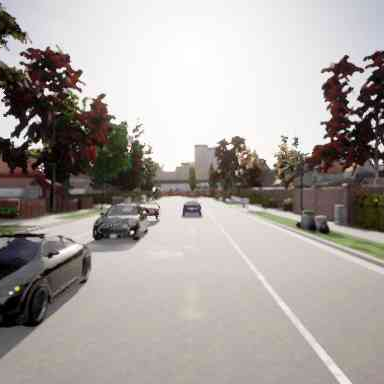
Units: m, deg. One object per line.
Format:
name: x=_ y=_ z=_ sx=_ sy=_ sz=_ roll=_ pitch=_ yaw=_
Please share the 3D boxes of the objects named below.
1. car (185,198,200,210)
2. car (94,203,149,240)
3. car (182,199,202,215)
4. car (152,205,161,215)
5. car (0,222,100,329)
car: x=0.018 y=1.628 z=46.101 sx=1.994 sy=1.385 sz=4.181 roll=0 pitch=0 yaw=0
car: x=-3.500 y=1.381 z=17.035 sx=2.097 sy=1.767 sz=4.553 roll=0 pitch=0 yaw=0
car: x=0.000 y=1.535 z=34.068 sx=1.882 sy=1.535 sz=5.008 roll=0 pitch=0 yaw=0
car: x=-3.500 y=1.315 z=26.170 sx=1.994 sy=1.385 sz=4.181 roll=0 pitch=0 yaw=0
car: x=-3.571 y=1.576 z=6.940 sx=1.994 sy=1.385 sz=4.181 roll=0 pitch=0 yaw=0
